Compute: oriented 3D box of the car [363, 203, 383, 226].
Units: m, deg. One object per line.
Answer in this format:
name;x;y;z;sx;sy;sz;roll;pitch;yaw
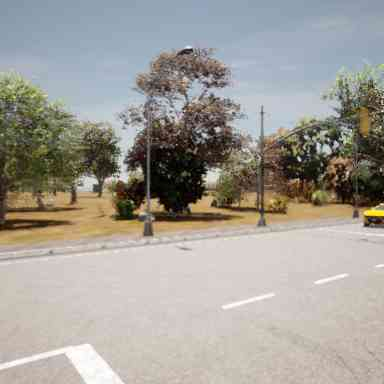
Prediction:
car;13.256;1.464;22.079;5.008;1.535;1.882;0;0;-37
